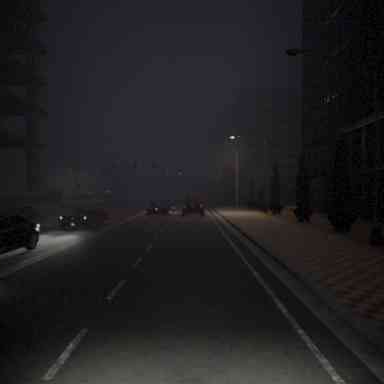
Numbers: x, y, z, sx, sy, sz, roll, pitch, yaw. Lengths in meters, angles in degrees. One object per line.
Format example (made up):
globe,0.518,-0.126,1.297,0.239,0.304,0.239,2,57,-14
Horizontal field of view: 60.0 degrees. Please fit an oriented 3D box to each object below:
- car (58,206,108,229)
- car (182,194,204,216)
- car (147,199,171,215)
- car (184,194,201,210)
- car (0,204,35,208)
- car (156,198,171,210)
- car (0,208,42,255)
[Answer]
car,-7.057,1.619,21.924,1.895,1.301,4.718,0,0,0
car,0.096,1.379,32.714,2.097,1.767,4.553,0,0,0
car,-3.406,1.592,33.774,1.994,1.385,4.181,0,0,0
car,0.066,1.258,45.012,2.150,2.045,5.566,0,0,0
car,-10.576,1.519,19.556,1.837,1.490,4.892,0,0,0
car,-3.894,1.601,44.819,1.994,1.385,4.181,0,0,-7
car,-7.071,1.514,11.592,1.837,1.490,4.892,0,0,0
